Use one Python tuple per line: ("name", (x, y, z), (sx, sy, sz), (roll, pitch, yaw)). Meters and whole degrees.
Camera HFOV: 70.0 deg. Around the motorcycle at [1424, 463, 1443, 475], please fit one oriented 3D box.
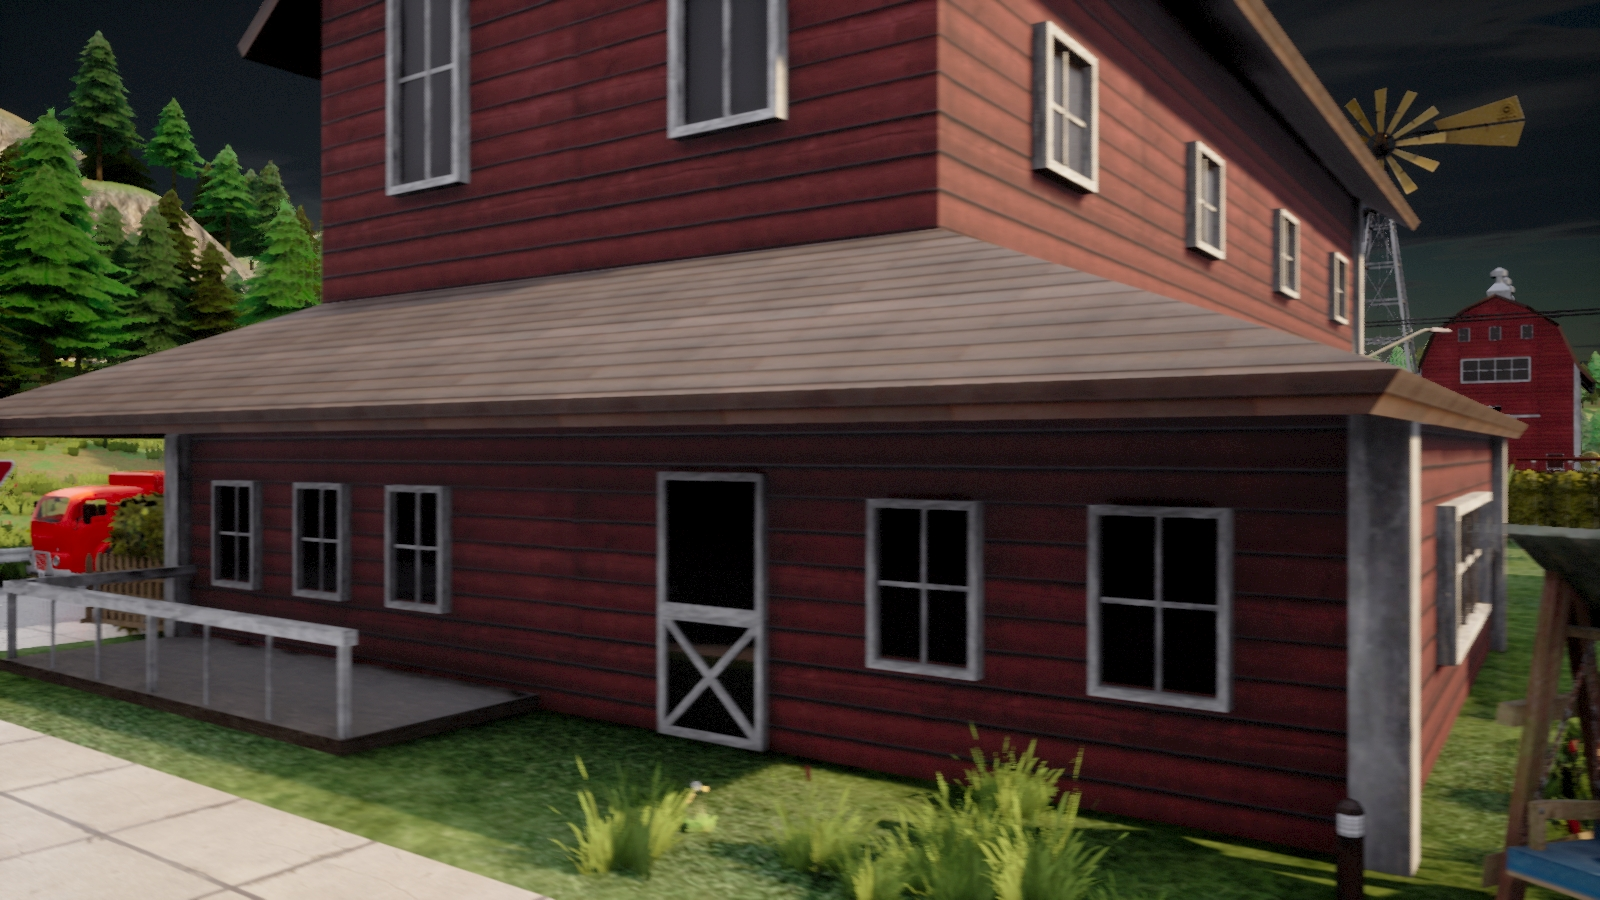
("motorcycle", (71.757, 2.141, 129.403), (1.805, 1.316, 0.856), (0, -1, 36))
